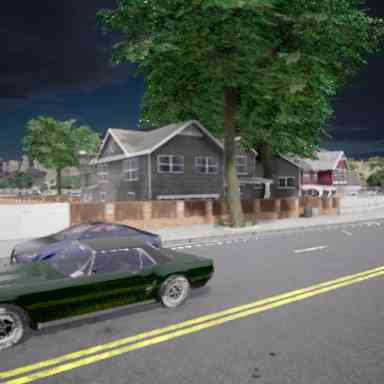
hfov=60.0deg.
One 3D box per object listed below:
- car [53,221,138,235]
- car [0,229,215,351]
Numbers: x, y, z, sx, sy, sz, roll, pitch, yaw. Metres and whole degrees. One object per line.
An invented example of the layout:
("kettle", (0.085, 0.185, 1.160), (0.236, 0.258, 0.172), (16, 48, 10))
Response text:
("car", (-2.888, 1.552, 9.614), (4.181, 1.385, 1.994), (0, 0, -36))
("car", (-1.936, 1.593, 6.296), (4.718, 1.301, 1.895), (0, 0, -36))
